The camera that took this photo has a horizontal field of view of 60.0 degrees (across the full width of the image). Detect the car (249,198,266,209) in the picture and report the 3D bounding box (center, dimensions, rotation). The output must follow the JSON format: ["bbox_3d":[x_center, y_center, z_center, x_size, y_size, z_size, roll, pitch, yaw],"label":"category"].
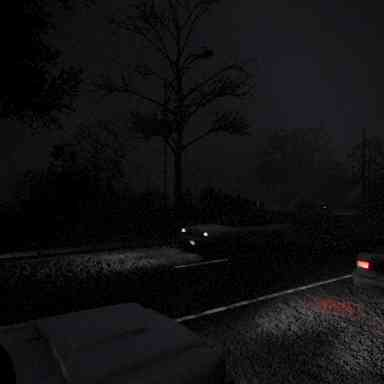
[{"bbox_3d":[8.392,1.516,46.715,1.882,1.535,5.008,0,0,-27],"label":"car"}]

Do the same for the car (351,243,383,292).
[{"bbox_3d":[5.934,1.547,7.808,5.357,1.411,2.033,0,0,-35],"label":"car"}]

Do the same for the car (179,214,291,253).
[{"bbox_3d":[1.840,1.600,13.782,4.718,1.301,1.895,0,0,-35],"label":"car"}]

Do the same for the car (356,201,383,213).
[{"bbox_3d":[19.376,1.599,33.801,1.895,1.301,4.718,0,0,-31],"label":"car"}]

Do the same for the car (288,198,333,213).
[{"bbox_3d":[13.416,1.508,37.154,1.837,1.490,4.892,0,0,-28],"label":"car"}]

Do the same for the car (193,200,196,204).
[{"bbox_3d":[-0.387,1.779,66.032,1.994,1.385,4.181,0,-1,-22],"label":"car"}]

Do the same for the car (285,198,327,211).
[{"bbox_3d":[14.462,1.504,42.568,2.128,1.511,4.902,0,0,-28],"label":"car"}]

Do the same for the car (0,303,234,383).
[{"bbox_3d":[-1.953,1.601,2.318,4.718,1.301,1.895,0,0,-35],"label":"car"}]
